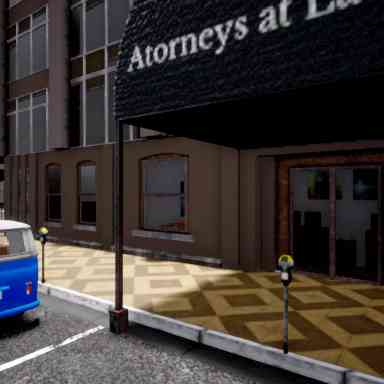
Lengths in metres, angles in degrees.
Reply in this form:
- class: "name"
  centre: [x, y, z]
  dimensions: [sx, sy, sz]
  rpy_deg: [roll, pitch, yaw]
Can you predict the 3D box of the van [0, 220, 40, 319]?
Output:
- class: "van"
  centre: [-4.484, 1.341, 6.066]
  dimensions: [3.998, 1.788, 1.690]
  rpy_deg: [0, 0, 35]
